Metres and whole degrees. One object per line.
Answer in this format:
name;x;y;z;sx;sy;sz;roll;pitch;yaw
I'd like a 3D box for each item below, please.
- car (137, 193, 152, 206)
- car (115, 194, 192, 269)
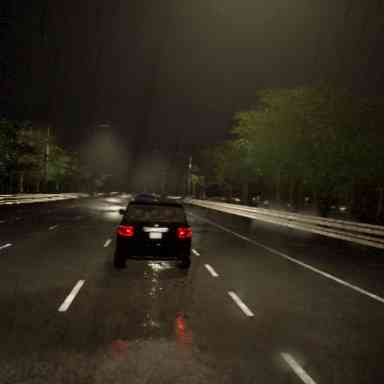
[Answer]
car;-7.949;1.195;55.660;2.150;2.045;5.566;3;0;-8
car;-1.352;1.230;11.392;2.150;2.045;5.566;3;0;-8
